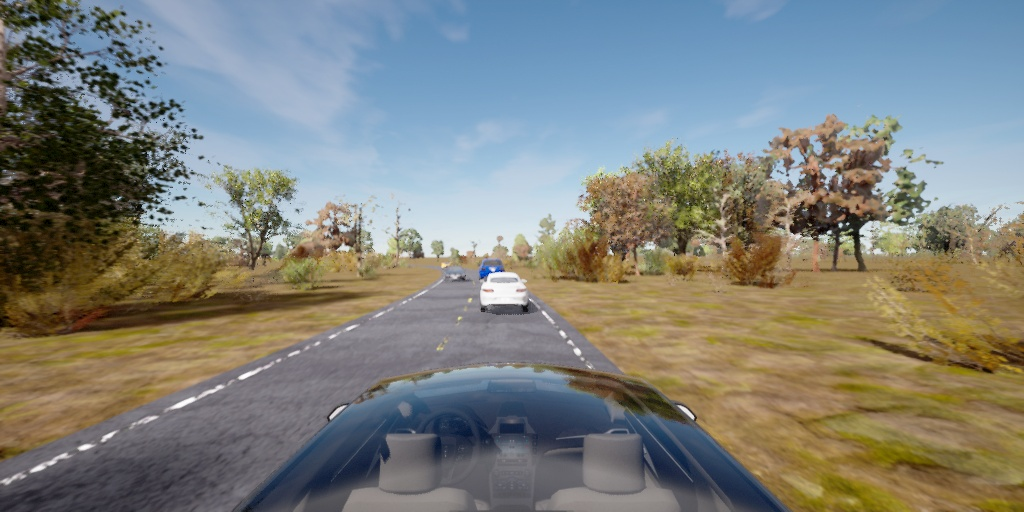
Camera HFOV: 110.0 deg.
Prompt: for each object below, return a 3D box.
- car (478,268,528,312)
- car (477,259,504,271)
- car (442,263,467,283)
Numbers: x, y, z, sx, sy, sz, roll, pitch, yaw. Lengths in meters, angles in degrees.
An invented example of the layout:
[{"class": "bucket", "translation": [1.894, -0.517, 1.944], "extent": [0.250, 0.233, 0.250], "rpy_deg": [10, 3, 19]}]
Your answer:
[{"class": "car", "translation": [-0.366, 1.419, 15.081], "extent": [1.812, 1.442, 4.674], "rpy_deg": [0, -1, -3]}, {"class": "car", "translation": [-1.923, 1.303, 32.732], "extent": [2.150, 2.045, 5.566], "rpy_deg": [0, -1, -7]}, {"class": "car", "translation": [-5.170, 1.613, 32.962], "extent": [1.812, 1.442, 4.674], "rpy_deg": [0, -1, -8]}]
